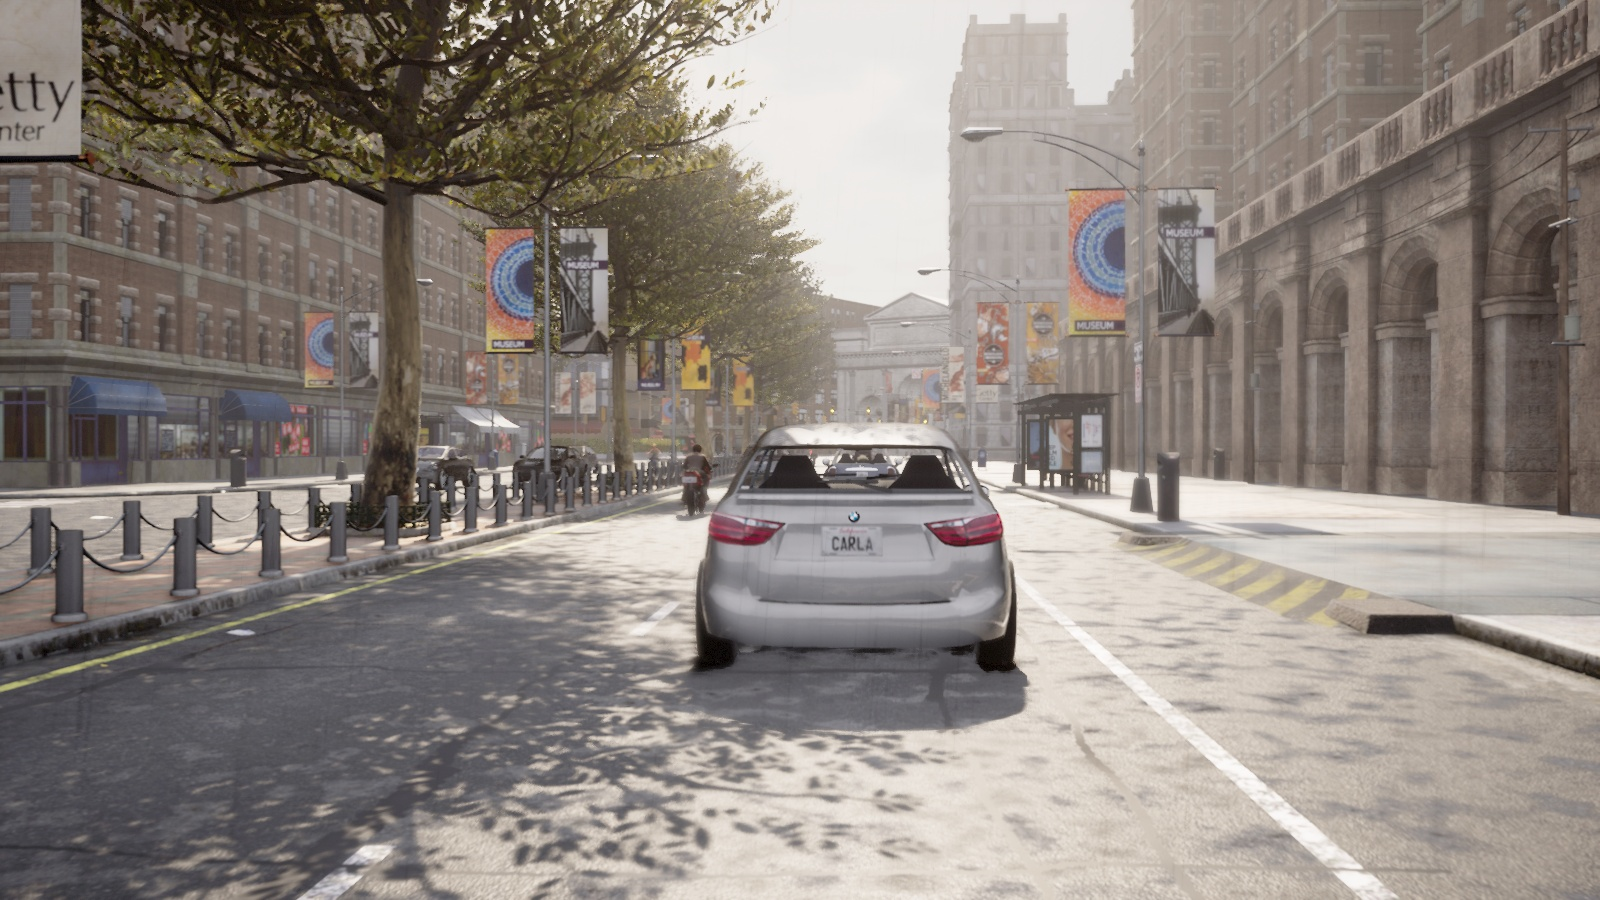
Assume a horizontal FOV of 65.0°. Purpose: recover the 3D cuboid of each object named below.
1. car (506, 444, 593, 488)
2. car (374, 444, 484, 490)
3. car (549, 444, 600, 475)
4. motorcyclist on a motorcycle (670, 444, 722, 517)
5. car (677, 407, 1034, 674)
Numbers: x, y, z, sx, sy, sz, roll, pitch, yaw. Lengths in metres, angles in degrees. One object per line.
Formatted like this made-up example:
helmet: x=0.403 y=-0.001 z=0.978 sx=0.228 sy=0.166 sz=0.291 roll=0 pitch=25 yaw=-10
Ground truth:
car: x=-9.143 y=0.558 z=46.222 sx=1.882 sy=1.535 sz=5.008 roll=0 pitch=0 yaw=4
car: x=-12.824 y=0.542 z=43.726 sx=2.128 sy=1.511 sz=4.902 roll=0 pitch=0 yaw=3
car: x=-11.709 y=0.491 z=65.440 sx=1.789 sy=1.549 sz=3.705 roll=0 pitch=0 yaw=3
motorcyclist on a motorcycle: x=-2.226 y=0.634 z=27.132 sx=0.797 sy=1.523 sz=2.044 roll=0 pitch=0 yaw=4
car: x=0.466 y=0.557 z=10.195 sx=2.242 sy=1.667 sz=4.611 roll=0 pitch=0 yaw=3
